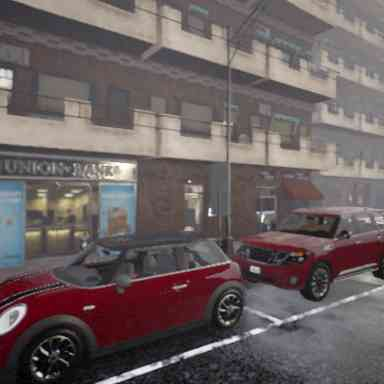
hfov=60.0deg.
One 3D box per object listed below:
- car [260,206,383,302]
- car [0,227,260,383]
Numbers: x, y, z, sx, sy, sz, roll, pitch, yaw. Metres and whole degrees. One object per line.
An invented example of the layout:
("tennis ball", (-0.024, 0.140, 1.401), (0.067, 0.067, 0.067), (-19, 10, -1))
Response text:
("car", (3.387, 1.329, 8.509), (5.009, 1.841, 2.192), (0, 0, -36))
("car", (-1.120, 1.443, 5.294), (4.097, 1.590, 1.967), (0, 0, -36))
